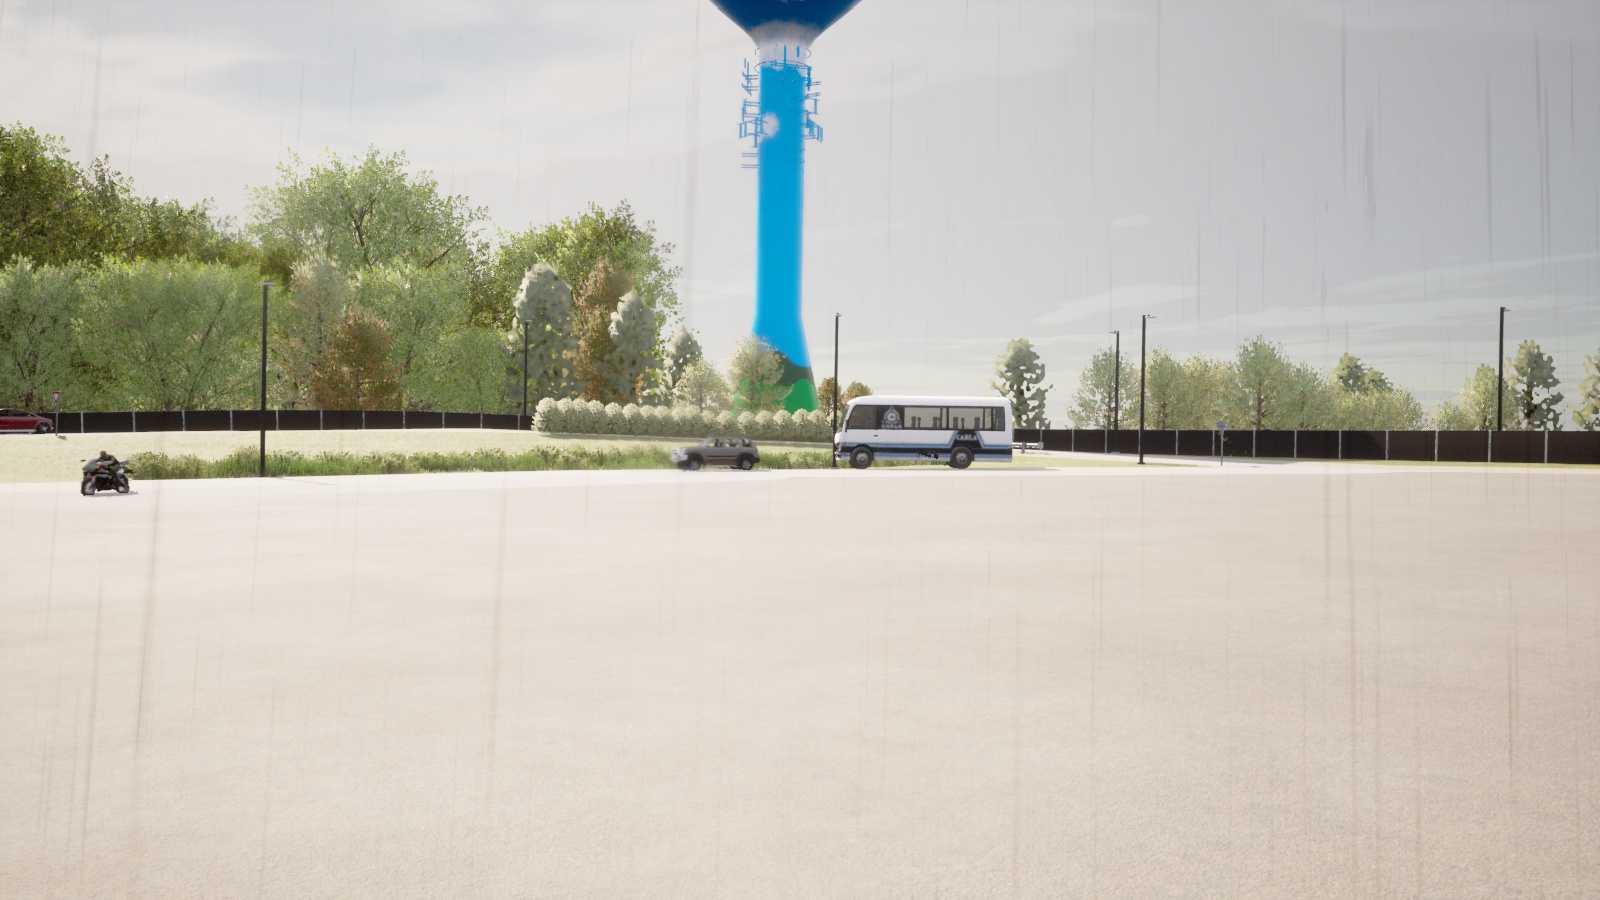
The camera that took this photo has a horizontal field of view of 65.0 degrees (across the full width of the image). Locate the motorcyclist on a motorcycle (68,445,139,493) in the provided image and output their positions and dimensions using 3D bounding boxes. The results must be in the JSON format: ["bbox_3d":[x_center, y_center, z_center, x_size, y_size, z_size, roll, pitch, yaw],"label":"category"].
[{"bbox_3d":[-23.216,0.608,41.885,0.866,1.530,2.191,1,1,11],"label":"motorcyclist on a motorcycle"}]

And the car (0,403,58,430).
[{"bbox_3d":[-45.445,-1.972,73.021,3.705,1.549,1.789,-2,2,-38],"label":"car"}]

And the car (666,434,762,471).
[{"bbox_3d":[-4.478,0.125,65.620,4.605,1.855,1.932,1,0,-22],"label":"car"}]

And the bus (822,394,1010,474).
[{"bbox_3d":[6.521,-0.928,72.037,10.273,4.253,3.944,1,1,-1],"label":"bus"}]
